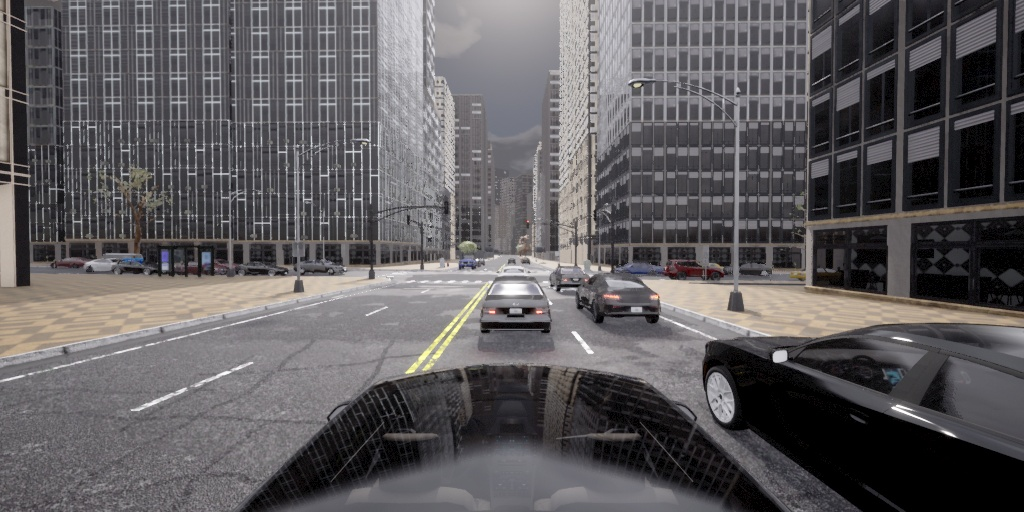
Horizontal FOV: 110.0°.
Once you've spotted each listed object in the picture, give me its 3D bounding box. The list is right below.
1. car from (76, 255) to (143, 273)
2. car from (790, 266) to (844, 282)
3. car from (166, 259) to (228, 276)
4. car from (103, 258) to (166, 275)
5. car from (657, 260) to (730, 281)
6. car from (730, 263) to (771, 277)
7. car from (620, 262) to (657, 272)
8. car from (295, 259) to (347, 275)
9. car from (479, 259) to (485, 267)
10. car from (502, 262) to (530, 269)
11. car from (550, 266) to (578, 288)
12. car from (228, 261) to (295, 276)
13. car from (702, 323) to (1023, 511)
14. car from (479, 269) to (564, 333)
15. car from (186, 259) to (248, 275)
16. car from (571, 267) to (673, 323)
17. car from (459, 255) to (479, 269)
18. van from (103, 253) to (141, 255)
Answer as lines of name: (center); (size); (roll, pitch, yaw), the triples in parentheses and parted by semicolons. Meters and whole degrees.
car: (-39.749, 0.933, 35.714); (4.674, 1.442, 1.812); (0, 1, 1)
car: (27.623, 1.577, 31.970); (4.829, 1.417, 1.751); (0, 0, 1)
car: (-28.435, 1.136, 32.791); (4.207, 1.307, 1.802); (0, 0, 1)
car: (-34.116, 1.067, 32.960); (4.313, 1.339, 1.948); (0, 0, 1)
car: (16.174, 1.267, 32.159); (5.009, 1.841, 2.192); (0, 0, 1)
car: (24.539, 1.437, 37.801); (4.892, 1.490, 1.837); (1, 1, 1)
car: (13.230, 1.380, 37.986); (5.357, 1.411, 2.033); (1, 1, 1)
car: (-18.821, 1.089, 35.290); (4.902, 1.511, 2.128); (1, 1, 1)
car: (-6.604, 1.190, 63.801); (2.128, 1.511, 4.902); (0, 0, 0)
car: (0.089, 1.265, 20.243); (1.812, 1.442, 4.674); (0, 0, 0)
car: (3.340, 1.286, 21.333); (2.033, 1.411, 5.357); (0, 0, 0)
car: (-22.751, 1.172, 32.661); (4.313, 1.339, 1.948); (0, 0, 1)
car: (3.344, 1.227, 2.575); (1.882, 1.535, 5.008); (0, 0, 0)
car: (0.096, 1.293, 10.652); (2.033, 1.411, 5.357); (0, 0, 0)
car: (-29.109, 1.030, 35.493); (4.674, 1.442, 1.812); (1, 1, 1)
car: (3.345, 1.271, 11.922); (1.812, 1.442, 4.674); (0, 0, 0)
car: (-6.631, 0.932, 53.883); (2.150, 2.045, 5.566); (0, 0, 0)
van: (-45.313, 0.603, 41.613); (3.998, 1.789, 1.690); (0, 0, 1)
